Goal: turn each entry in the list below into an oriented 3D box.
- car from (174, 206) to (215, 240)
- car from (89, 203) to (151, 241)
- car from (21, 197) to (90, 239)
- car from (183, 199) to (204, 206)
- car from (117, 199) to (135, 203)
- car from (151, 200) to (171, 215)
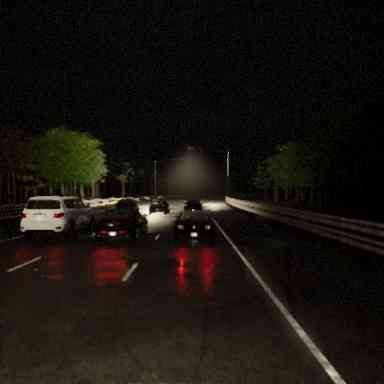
[{"bbox_3d":[0.094,1.626,17.248,1.895,1.301,4.718,0,0,0],"label":"car"},{"bbox_3d":[-3.399,1.531,16.671,1.837,1.490,4.892,0,0,0],"label":"car"},{"bbox_3d":[-6.898,1.249,17.752,2.150,2.045,5.566,0,0,0],"label":"car"},{"bbox_3d":[0.141,1.555,34.975,1.837,1.490,4.892,0,0,1],"label":"car"},{"bbox_3d":[-6.859,1.556,35.000,1.837,1.490,4.892,0,0,1],"label":"car"},{"bbox_3d":[-3.359,1.542,34.913,2.128,1.511,4.902,0,0,1],"label":"car"}]
